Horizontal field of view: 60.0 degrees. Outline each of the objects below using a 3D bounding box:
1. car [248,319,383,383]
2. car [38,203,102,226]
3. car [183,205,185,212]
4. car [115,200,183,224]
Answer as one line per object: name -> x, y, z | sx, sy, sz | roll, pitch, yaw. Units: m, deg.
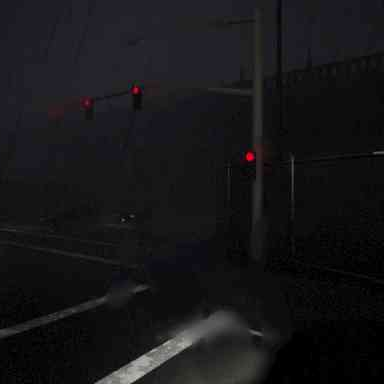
car -> 2.971, 1.547, 1.848 | 5.357, 1.411, 2.033 | 0, 0, 36
car -> -8.769, 1.581, 24.312 | 1.812, 1.442, 4.674 | 0, 0, 37
car -> -2.539, 1.582, 33.028 | 1.812, 1.442, 4.674 | 0, 0, 35
car -> -3.366, 1.603, 25.837 | 2.033, 1.411, 5.357 | 0, 0, 35
